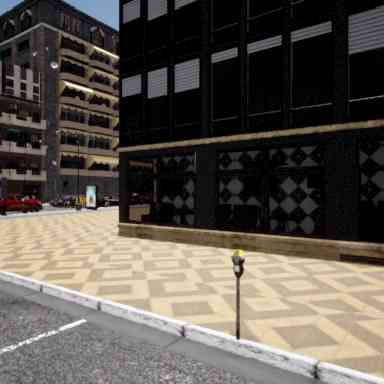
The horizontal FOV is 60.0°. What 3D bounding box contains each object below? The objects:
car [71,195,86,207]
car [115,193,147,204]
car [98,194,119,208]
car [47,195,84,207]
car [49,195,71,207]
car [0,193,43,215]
[{"bbox_3d":[-11.308,0.976,39.455,1.882,1.535,5.008,0,1,35],"label":"car"},{"bbox_3d":[-8.862,0.852,48.492,1.812,1.442,4.674,0,1,35],"label":"car"},{"bbox_3d":[-9.237,1.071,37.874,1.947,1.339,4.313,1,2,35],"label":"car"},{"bbox_3d":[-16.133,1.073,42.636,1.802,1.307,4.206,1,2,35],"label":"car"},{"bbox_3d":[-14.666,1.080,40.247,1.994,1.385,4.181,0,1,35],"label":"car"},{"bbox_3d":[-15.608,1.028,28.786,2.192,1.841,5.009,1,2,35],"label":"car"}]
